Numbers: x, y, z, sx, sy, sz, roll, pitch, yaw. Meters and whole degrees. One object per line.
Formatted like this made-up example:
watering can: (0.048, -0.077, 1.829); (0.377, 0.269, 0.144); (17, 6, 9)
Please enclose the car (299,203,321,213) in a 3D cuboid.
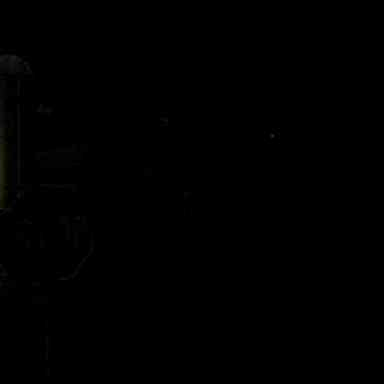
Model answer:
car: (17.048, 2.226, 47.889); (2.033, 1.411, 5.357); (0, -1, 36)
